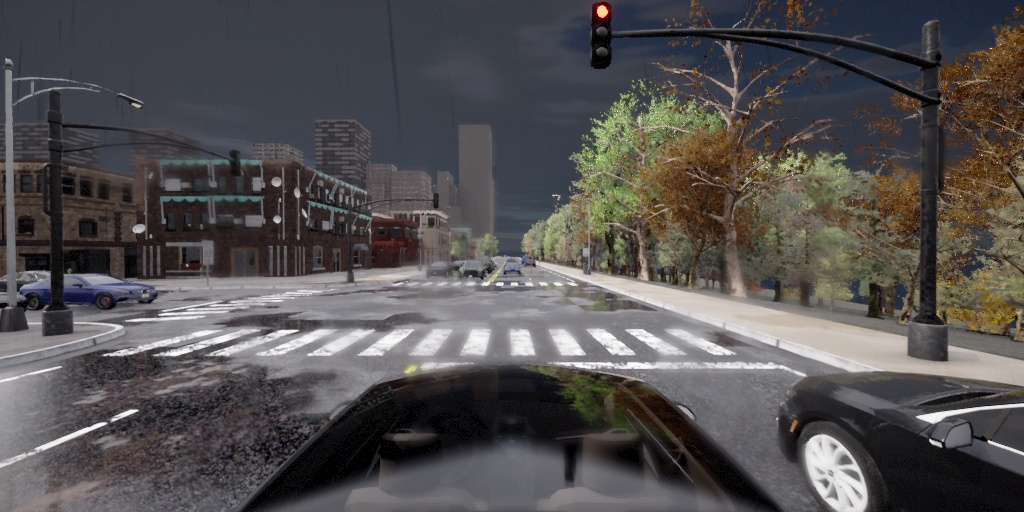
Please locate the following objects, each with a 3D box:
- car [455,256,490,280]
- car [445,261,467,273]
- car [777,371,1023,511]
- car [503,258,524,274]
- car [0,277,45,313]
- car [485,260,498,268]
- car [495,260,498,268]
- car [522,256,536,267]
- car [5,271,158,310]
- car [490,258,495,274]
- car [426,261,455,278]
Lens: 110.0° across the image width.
[{"bbox_3d":[-3.413,1.097,31.691,2.097,1.767,4.553,0,0,0],"label":"car"},{"bbox_3d":[-6.683,1.342,43.480,1.895,1.301,4.718,0,0,0],"label":"car"},{"bbox_3d":[3.366,1.255,1.255,1.837,1.490,4.892,0,0,-2],"label":"car"},{"bbox_3d":[0.022,1.289,40.641,2.033,1.411,5.357,0,0,0],"label":"car"},{"bbox_3d":[-19.973,1.566,12.631,4.313,1.339,1.948,0,0,0],"label":"car"},{"bbox_3d":[-3.449,1.336,61.058,1.895,1.301,4.718,0,0,1],"label":"car"},{"bbox_3d":[-3.457,1.303,50.777,1.994,1.385,4.181,0,0,0],"label":"car"},{"bbox_3d":[3.203,1.239,63.655,1.837,1.490,4.892,0,0,0],"label":"car"},{"bbox_3d":[-18.095,1.477,15.371,4.674,1.442,1.812,-1,1,-1],"label":"car"},{"bbox_3d":[-3.435,0.963,41.271,2.150,2.045,5.566,0,0,0],"label":"car"},{"bbox_3d":[-6.664,1.222,33.518,1.882,1.535,5.008,0,0,0],"label":"car"}]
